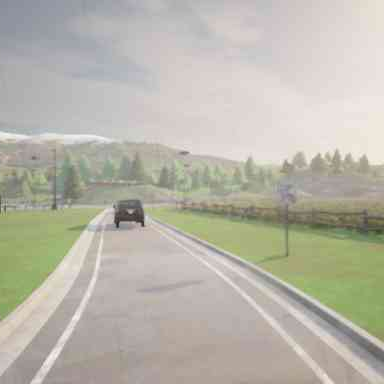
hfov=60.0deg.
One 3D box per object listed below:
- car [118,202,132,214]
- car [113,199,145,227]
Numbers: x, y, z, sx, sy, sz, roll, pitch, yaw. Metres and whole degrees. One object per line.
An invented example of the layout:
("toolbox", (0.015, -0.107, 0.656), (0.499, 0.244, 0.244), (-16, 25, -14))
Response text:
("car", (-9.402, 2.144, 46.398), (1.837, 1.490, 4.892), (-1, -1, -12))
("car", (-4.984, 1.580, 26.221), (2.150, 2.045, 5.566), (-1, -1, -14))
